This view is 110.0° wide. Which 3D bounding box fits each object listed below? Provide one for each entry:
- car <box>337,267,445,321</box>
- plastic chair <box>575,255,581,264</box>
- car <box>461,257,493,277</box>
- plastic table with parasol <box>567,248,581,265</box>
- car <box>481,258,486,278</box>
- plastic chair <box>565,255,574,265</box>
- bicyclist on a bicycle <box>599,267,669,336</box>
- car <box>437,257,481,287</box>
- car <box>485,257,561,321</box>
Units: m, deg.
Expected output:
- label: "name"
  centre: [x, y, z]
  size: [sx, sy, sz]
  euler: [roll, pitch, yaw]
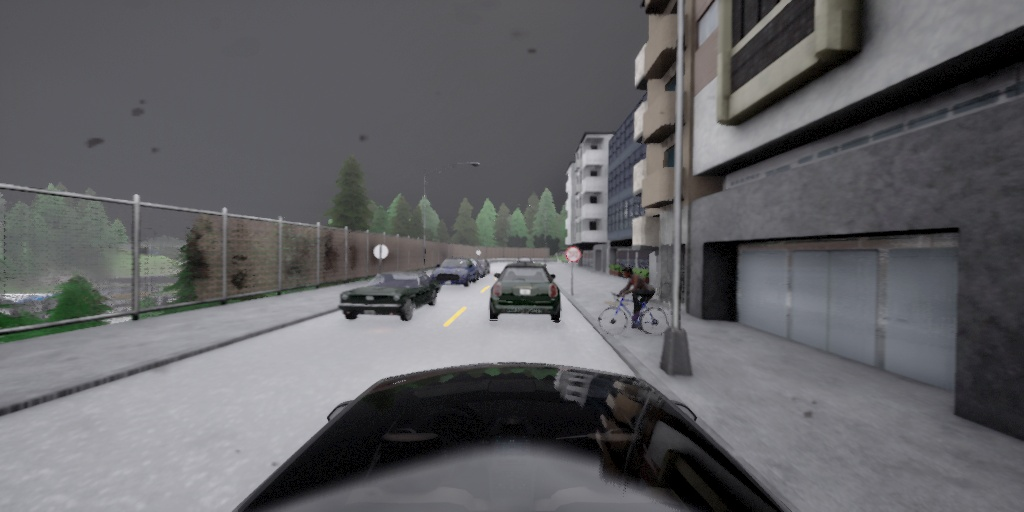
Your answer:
- label: "car"
  centre: [-3.797, 1.204, 11.951]
  size: [1.895, 1.301, 4.718]
  euler: [1, 1, 2]
- label: "plastic chair"
  centre: [11.246, 0.888, 59.655]
  size: [0.750, 1.272, 0.730]
  euler: [0, 0, 12]
- label: "car"
  centre: [-3.030, 0.915, 32.223]
  size: [2.128, 1.511, 4.902]
  euler: [1, 1, 3]
- label: "plastic table with parasol"
  centre: [11.286, 0.271, 61.085]
  size: [2.482, 2.480, 2.482]
  euler: [0, 0, 2]
- label: "car"
  centre: [-3.177, 1.037, 26.614]
  size: [1.812, 1.442, 4.674]
  euler: [1, 1, 2]
- label: "plastic chair"
  centre: [9.814, 0.853, 61.326]
  size: [0.730, 1.272, 0.750]
  euler: [0, 0, 12]
- label: "bicyclist on a bicycle"
  centre: [2.856, 1.075, 8.388]
  size: [1.656, 1.620, 0.582]
  euler: [1, 1, 2]
- label: "car"
  centre: [-3.430, 0.866, 21.968]
  size: [2.097, 1.767, 4.553]
  euler: [1, 1, 2]
- label: "car"
  centre: [0.435, 1.009, 12.213]
  size: [2.097, 1.767, 4.553]
  euler: [1, 1, 2]
